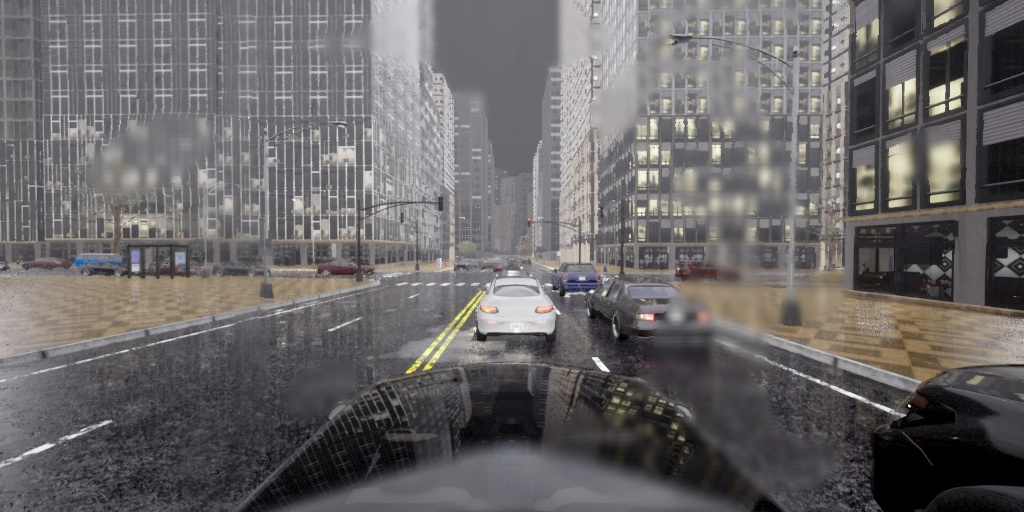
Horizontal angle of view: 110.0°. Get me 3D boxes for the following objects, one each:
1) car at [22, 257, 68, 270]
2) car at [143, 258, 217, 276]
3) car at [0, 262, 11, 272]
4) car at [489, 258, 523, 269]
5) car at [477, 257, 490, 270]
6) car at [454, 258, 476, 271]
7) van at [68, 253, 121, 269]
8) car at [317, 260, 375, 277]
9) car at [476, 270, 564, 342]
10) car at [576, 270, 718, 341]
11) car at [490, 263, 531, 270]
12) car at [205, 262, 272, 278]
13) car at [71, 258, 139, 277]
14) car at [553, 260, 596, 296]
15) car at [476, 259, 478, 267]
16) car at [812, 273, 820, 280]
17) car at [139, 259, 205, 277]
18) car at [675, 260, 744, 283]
[{"bbox_3d":[-50.971,0.801,39.375,4.207,1.307,1.802,0,0,1],"label":"car"},{"bbox_3d":[-30.616,0.990,33.162,4.902,1.511,2.128,1,1,1],"label":"car"},{"bbox_3d":[-50.259,0.810,33.622,4.902,1.511,2.128,0,1,2],"label":"car"},{"bbox_3d":[-0.640,1.253,41.965,1.994,1.385,4.181,0,-1,20],"label":"car"},{"bbox_3d":[-3.344,1.271,51.266,2.033,1.411,5.357,0,0,0],"label":"car"},{"bbox_3d":[-6.626,1.078,49.281,2.097,1.767,4.553,0,0,1],"label":"car"},{"bbox_3d":[-45.289,0.612,39.260,3.998,1.789,1.690,0,0,1],"label":"van"},{"bbox_3d":[-15.189,1.114,32.973,5.008,1.535,1.882,1,1,-1],"label":"car"},{"bbox_3d":[0.099,1.273,9.686,1.812,1.442,4.674,0,0,0],"label":"car"},{"bbox_3d":[3.352,1.295,9.828,2.033,1.411,5.357,0,0,0],"label":"car"},{"bbox_3d":[0.099,1.291,18.931,2.033,1.411,5.357,0,0,0],"label":"car"},{"bbox_3d":[-22.733,1.179,30.294,4.313,1.339,1.948,0,0,1],"label":"car"},{"bbox_3d":[-34.097,1.075,30.600,4.313,1.339,1.948,0,0,1],"label":"car"},{"bbox_3d":[3.349,1.096,19.213,2.097,1.767,4.553,0,0,0],"label":"car"},{"bbox_3d":[-6.589,1.222,58.378,1.837,1.490,4.892,0,0,0],"label":"car"},{"bbox_3d":[27.641,1.584,29.572,4.829,1.417,1.751,0,0,1],"label":"car"},{"bbox_3d":[-28.417,1.144,30.427,4.207,1.307,1.802,0,0,1],"label":"car"},{"bbox_3d":[16.192,1.275,29.768,5.009,1.841,2.192,0,0,1],"label":"car"}]
